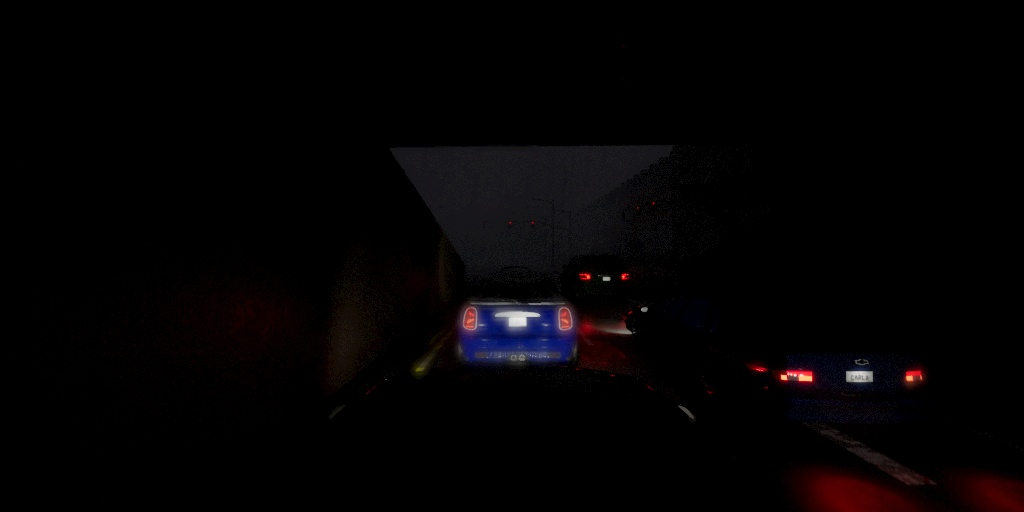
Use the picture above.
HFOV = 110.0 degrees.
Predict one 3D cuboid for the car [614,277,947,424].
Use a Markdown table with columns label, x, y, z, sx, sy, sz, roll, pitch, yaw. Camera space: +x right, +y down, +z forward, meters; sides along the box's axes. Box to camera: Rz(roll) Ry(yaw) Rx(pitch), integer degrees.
| label | x | y | z | sx | sy | sz | roll | pitch | yaw |
| --- | --- | --- | --- | --- | --- | --- | --- | --- | --- |
| car | 3.611 | 1.297 | 6.228 | 2.033 | 1.411 | 5.357 | 0 | 0 | 0 |

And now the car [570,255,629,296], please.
| label | x | y | z | sx | sy | sz | roll | pitch | yaw |
| --- | --- | --- | --- | --- | --- | --- | --- | --- | --- |
| car | 3.647 | 0.971 | 16.474 | 2.150 | 2.045 | 5.566 | 0 | 0 | 0 |

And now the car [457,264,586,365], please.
| label | x | y | z | sx | sy | sz | roll | pitch | yaw |
| --- | --- | --- | --- | --- | --- | --- | --- | --- | --- |
| car | 0.108 | 1.102 | 7.999 | 2.097 | 1.767 | 4.553 | 0 | 0 | 0 |
